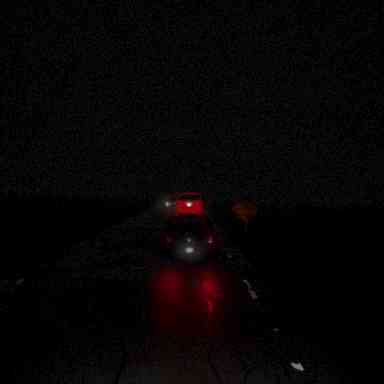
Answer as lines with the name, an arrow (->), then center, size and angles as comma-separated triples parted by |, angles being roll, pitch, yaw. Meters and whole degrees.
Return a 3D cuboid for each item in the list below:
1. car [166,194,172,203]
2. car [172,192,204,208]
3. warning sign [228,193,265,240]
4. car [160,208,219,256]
car -> -3.344, 1.061, 57.664 | 1.882, 1.535, 5.008 | 0, 0, 0
car -> -0.221, 1.014, 27.062 | 2.150, 2.045, 5.566 | 0, 1, 0
warning sign -> 2.286, 1.007, 14.161 | 1.300, 1.860, 1.060 | -2, -2, -1
car -> -0.082, 1.504, 12.578 | 1.895, 1.301, 4.718 | 0, 0, 0
